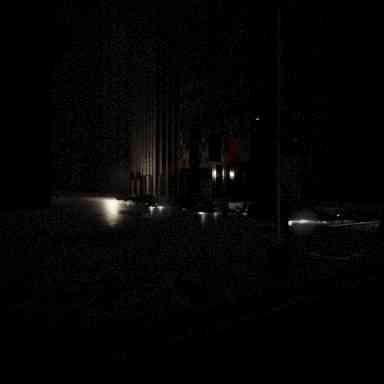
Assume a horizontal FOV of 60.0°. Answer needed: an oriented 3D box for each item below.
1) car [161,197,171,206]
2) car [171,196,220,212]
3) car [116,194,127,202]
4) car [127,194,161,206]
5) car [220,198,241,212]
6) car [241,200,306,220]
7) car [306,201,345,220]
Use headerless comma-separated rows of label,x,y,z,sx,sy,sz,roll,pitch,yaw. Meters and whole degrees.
car,-1.578,1.144,42.130,1.895,1.301,4.718,0,1,-35
car,0.253,1.108,33.875,1.882,1.535,5.008,0,1,-35
car,-11.039,0.941,55.711,1.895,1.301,4.718,0,1,-35
car,-5.842,1.045,42.532,2.033,1.411,5.357,0,1,-35
car,4.241,1.272,33.853,1.895,1.301,4.718,0,1,-35
car,6.130,1.325,25.528,1.994,1.385,4.181,0,1,-36
car,9.535,1.390,26.365,1.895,1.301,4.718,0,1,-36
